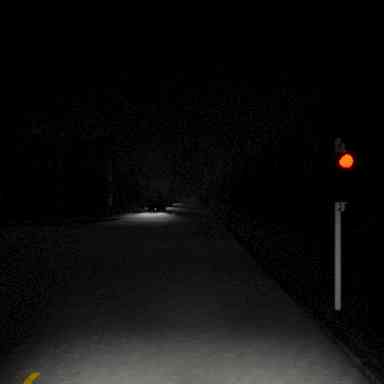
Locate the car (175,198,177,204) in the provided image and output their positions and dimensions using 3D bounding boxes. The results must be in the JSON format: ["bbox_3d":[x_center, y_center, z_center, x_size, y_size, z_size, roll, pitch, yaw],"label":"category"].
[{"bbox_3d":[-3.985,1.525,64.518,1.812,1.442,4.674,0,0,0],"label":"car"}]

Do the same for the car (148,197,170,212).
[{"bbox_3d":[-4.087,1.601,39.454,1.895,1.301,4.718,0,0,0],"label":"car"}]

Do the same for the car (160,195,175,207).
[{"bbox_3d":[-4.070,1.352,49.642,2.097,1.767,4.553,0,0,0],"label":"car"}]
